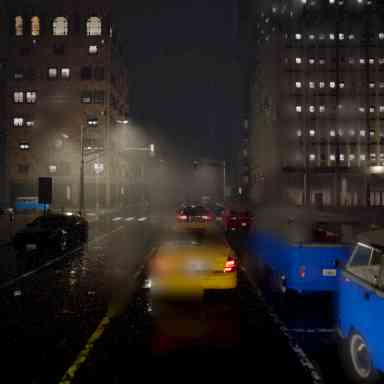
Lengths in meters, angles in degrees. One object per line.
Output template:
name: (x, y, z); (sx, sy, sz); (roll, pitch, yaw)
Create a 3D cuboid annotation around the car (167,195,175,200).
car: (-5.684, 1.472, 91.360); (1.752, 1.417, 4.829); (1, 0, 0)

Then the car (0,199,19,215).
car: (-19.845, 1.620, 32.456); (4.403, 1.369, 2.008); (0, 0, 1)

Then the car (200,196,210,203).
car: (2.698, 1.517, 68.923); (1.887, 1.381, 4.507); (1, 0, 0)

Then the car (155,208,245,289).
car: (0.097, 1.458, 9.131); (1.801, 1.575, 5.366); (0, 0, 0)

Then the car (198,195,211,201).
car: (2.698, 1.529, 63.271); (2.008, 1.369, 4.403); (1, 0, 0)

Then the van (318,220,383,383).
van: (2.703, 1.342, 2.795); (1.690, 1.788, 3.998); (1, 0, 0)

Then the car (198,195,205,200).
car: (2.697, 1.472, 91.699); (1.752, 1.417, 4.829); (1, 0, 0)

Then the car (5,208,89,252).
car: (-5.681, 1.567, 13.954); (1.947, 1.339, 4.313); (1, 0, 0)

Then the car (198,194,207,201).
car: (2.698, 1.393, 85.878); (1.967, 1.590, 4.097); (1, 0, 0)

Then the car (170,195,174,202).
car: (-5.683, 1.516, 74.575); (2.008, 1.369, 4.403); (1, 0, 0)

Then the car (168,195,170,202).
car: (-5.683, 1.560, 63.272); (1.802, 1.307, 4.206); (1, 0, 0)

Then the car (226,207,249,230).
car: (2.700, 1.545, 19.525); (1.887, 1.381, 4.507); (1, 0, 0)

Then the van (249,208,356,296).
van: (2.703, 1.343, 8.371); (1.690, 1.788, 3.998); (1, 0, 0)

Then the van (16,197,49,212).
van: (-19.737, 1.524, 40.838); (3.998, 1.788, 1.690); (0, 0, 1)

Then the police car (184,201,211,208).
police car: (0.103, 1.505, 19.451); (2.038, 1.542, 4.974); (0, 0, 0)

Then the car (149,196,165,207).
car: (-5.683, 1.572, 51.969); (1.802, 1.307, 4.206); (1, 0, 0)

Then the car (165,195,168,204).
car: (-5.680, 1.424, 57.621); (1.967, 1.590, 4.097); (1, 0, 0)

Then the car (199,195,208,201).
car: (2.697, 1.510, 80.225); (2.008, 1.369, 4.403); (1, 0, 0)
